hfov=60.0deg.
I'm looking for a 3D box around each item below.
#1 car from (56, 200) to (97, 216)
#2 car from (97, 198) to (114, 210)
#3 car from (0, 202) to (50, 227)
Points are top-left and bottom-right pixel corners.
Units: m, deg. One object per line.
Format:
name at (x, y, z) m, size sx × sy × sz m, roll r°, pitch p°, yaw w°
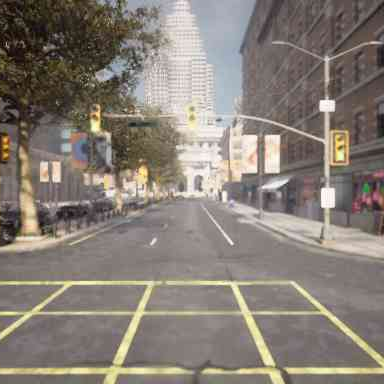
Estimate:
car at (-11.577, 1.586, 33.127) m, size 2.033 × 1.411 × 5.357 m, roll 0°, pitch 0°, yaw 0°
car at (-11.544, 1.554, 43.266) m, size 1.837 × 1.490 × 4.892 m, roll 0°, pitch 0°, yaw 1°
car at (-11.594, 1.532, 23.230) m, size 1.837 × 1.490 × 4.892 m, roll 0°, pitch 0°, yaw 0°
